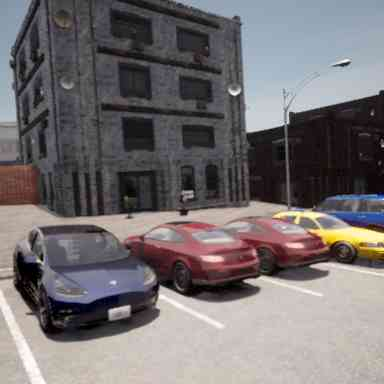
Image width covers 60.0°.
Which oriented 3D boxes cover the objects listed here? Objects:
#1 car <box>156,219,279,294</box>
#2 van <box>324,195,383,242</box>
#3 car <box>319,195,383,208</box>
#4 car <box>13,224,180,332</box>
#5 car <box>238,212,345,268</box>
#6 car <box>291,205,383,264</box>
[{"bbox_3d":[-0.266,1.488,8.807,2.002,1.452,4.674,0,0,-35],"label":"car"},{"bbox_3d":[8.654,1.148,15.310,1.878,1.987,4.442,0,0,-35],"label":"van"},{"bbox_3d":[6.432,1.142,13.618,2.435,2.045,5.566,0,0,-35],"label":"car"},{"bbox_3d":[-2.523,1.496,7.167,2.163,1.488,4.792,0,0,-35],"label":"car"},{"bbox_3d":[1.905,1.470,10.355,2.002,1.452,4.674,0,0,-35],"label":"car"},{"bbox_3d":[4.386,1.408,11.899,1.946,1.575,5.366,0,0,-35],"label":"car"}]
